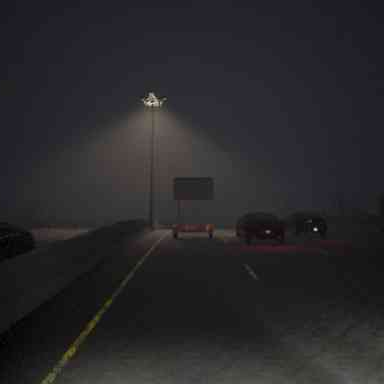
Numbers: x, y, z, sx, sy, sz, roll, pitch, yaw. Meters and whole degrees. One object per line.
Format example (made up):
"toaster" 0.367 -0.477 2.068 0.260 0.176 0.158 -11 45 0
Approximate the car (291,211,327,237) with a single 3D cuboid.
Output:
"car" 7.103 2.035 21.555 1.837 1.490 4.892 0 -3 0

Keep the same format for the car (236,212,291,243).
"car" 3.603 1.842 18.239 1.882 1.535 5.008 0 -3 0

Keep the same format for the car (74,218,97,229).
"car" -14.088 4.184 44.090 2.128 1.511 4.902 0 -7 0

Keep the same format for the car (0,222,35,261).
"car" -7.098 1.710 11.281 1.994 1.385 4.181 0 -1 0

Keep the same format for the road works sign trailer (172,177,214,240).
"road works sign trailer" 0.098 0.896 19.724 2.380 3.560 2.880 0 -3 3

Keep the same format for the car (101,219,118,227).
"car" -10.587 4.259 44.104 1.994 1.385 4.181 0 -7 0
